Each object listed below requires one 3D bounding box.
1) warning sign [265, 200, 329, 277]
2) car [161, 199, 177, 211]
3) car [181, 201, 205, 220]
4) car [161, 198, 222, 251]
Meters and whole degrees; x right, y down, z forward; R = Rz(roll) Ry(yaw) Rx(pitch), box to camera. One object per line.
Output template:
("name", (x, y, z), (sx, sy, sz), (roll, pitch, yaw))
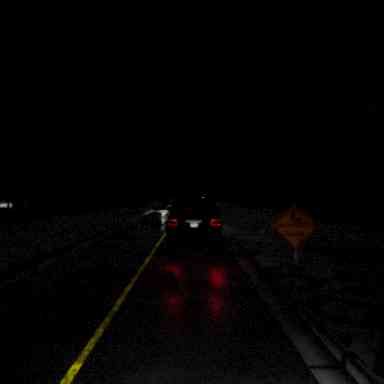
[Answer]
("warning sign", (2.698, 1.151, 8.705), (1.300, 1.860, 1.060), (-1, -1, 0))
("car", (-3.093, 1.739, 45.735), (1.812, 1.442, 4.674), (0, 0, 0))
("car", (0.082, 1.632, 31.114), (2.128, 1.511, 4.902), (0, 0, 0))
("car", (0.085, 1.284, 14.590), (2.150, 2.045, 5.566), (0, 0, 0))
